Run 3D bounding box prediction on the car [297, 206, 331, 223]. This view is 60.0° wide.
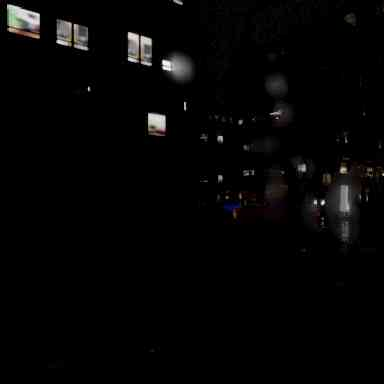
[{"bbox_3d":[9.045,1.806,27.914,1.895,1.301,4.718,0,-1,-33],"label":"car"}]

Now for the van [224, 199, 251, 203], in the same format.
[{"bbox_3d":[5.184,1.673,38.081,1.690,1.788,3.998,-1,0,-36],"label":"van"}]

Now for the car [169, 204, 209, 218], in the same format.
[{"bbox_3d":[-0.441,1.976,35.980,1.895,1.301,4.718,0,-1,-36],"label":"car"}]

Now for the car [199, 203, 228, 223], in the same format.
[{"bbox_3d":[1.764,1.872,28.646,1.802,1.307,4.206,-1,0,-36],"label":"car"}]

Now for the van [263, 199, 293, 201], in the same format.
[{"bbox_3d":[8.501,1.599,33.567,1.690,1.788,3.998,-1,0,-36],"label":"van"}]

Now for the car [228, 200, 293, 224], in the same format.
[{"bbox_3d":[5.633,1.718,27.712,1.882,1.535,5.008,0,-1,-37],"label":"car"}]
